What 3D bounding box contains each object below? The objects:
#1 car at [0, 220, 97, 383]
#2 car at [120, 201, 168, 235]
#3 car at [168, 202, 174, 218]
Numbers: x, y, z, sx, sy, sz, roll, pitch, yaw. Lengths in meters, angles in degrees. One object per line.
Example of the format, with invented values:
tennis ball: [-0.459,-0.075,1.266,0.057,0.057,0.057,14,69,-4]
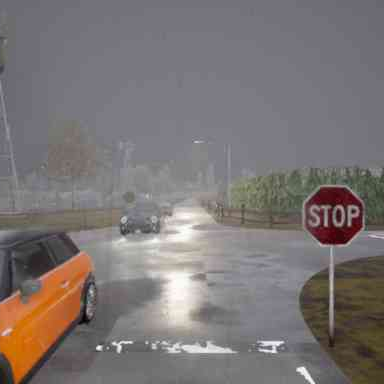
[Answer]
car: [-2.750,1.348,4.090,2.097,1.767,4.553,0,0,0]
car: [-2.752,1.430,19.254,2.097,1.767,4.553,-1,0,0]
car: [-2.739,1.689,32.345,2.033,1.411,5.357,0,-1,0]
